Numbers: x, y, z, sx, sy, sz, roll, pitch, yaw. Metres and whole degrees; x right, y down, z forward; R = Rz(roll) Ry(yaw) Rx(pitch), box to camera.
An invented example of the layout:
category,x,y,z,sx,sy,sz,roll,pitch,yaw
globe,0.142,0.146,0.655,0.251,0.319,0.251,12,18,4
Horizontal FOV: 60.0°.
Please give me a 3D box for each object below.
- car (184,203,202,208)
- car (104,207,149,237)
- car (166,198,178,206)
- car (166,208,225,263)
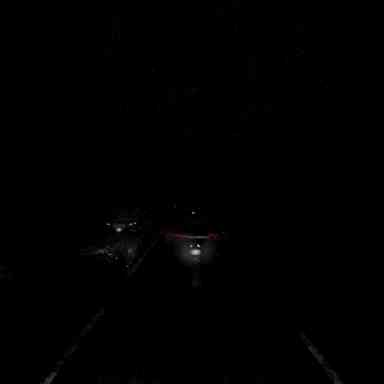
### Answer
category,x,y,z,sx,sy,sz,roll,pitch,yaw
car,0.126,1.743,34.512,1.895,1.301,4.718,0,0,0
car,-3.585,1.599,18.782,2.128,1.511,4.902,0,0,0
car,-3.500,1.707,59.369,2.033,1.411,5.357,0,0,1
car,0.107,1.570,12.234,2.128,1.511,4.902,0,0,0
